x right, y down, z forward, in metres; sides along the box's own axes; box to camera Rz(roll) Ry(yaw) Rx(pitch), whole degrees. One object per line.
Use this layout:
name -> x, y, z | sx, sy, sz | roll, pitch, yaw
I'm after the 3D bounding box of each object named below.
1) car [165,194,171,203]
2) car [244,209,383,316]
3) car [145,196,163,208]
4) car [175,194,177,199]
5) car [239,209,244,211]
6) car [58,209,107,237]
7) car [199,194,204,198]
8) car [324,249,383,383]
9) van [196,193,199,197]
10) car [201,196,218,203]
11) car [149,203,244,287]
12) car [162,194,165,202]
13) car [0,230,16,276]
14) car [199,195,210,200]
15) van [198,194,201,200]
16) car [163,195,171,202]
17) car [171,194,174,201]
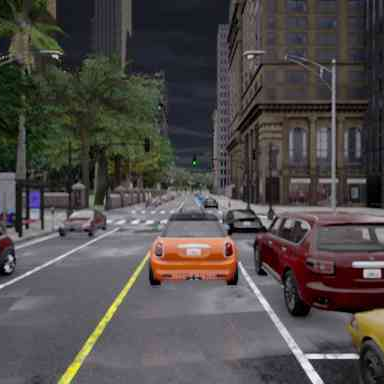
car -> -6.091, 1.493, 71.812 | 1.967, 1.590, 4.097 | 0, 0, 0
car -> 2.730, 1.324, 7.443 | 2.192, 1.841, 5.009 | 0, 0, 0
car -> -5.991, 1.597, 50.130 | 2.008, 1.369, 4.403 | 0, 0, 0
car -> -6.191, 1.366, 93.493 | 2.192, 1.841, 5.009 | 0, 0, 0
car -> 2.681, 1.587, 18.293 | 1.947, 1.339, 4.313 | 0, 0, 0
car -> -5.844, 1.603, 18.272 | 1.802, 1.307, 4.206 | 0, 0, 0
car -> 2.509, 1.574, 55.740 | 1.752, 1.417, 4.829 | 0, 0, 0
car -> 2.755, 1.528, 2.187 | 1.752, 1.417, 4.829 | 0, 0, 0
van -> 2.385, 1.394, 82.672 | 1.690, 1.788, 3.998 | 0, 0, 0
car -> 2.560, 1.608, 44.729 | 1.947, 1.339, 4.313 | 0, 0, 0
car -> 0.039, 1.363, 9.556 | 2.097, 1.767, 4.553 | 0, 0, 0
car -> -6.016, 1.489, 55.550 | 1.967, 1.590, 4.097 | 0, 0, 0
car -> -5.795, 1.450, 7.419 | 1.967, 1.590, 4.097 | 0, 0, 0
car -> 2.535, 1.611, 50.150 | 1.947, 1.339, 4.313 | 0, 0, 0
van -> 2.484, 1.392, 60.991 | 1.690, 1.788, 3.998 | 0, 0, 0
car -> -6.139, 1.578, 82.482 | 1.752, 1.417, 4.829 | 0, 0, 0
car -> -6.116, 1.368, 77.232 | 2.192, 1.841, 5.009 | 0, 0, 0
